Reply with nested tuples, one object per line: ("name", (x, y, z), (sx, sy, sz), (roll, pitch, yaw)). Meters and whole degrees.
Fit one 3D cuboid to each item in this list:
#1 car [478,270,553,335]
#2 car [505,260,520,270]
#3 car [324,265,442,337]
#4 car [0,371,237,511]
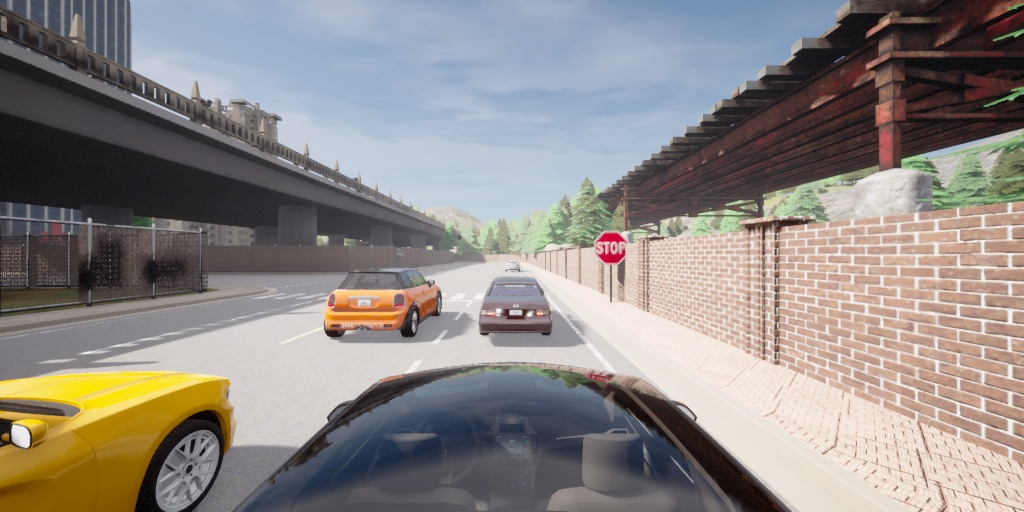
("car", (0.082, 1.297, 10.434), (2.033, 1.411, 5.357), (0, 0, 0))
("car", (0.085, 1.276, 46.303), (1.812, 1.442, 4.674), (0, 0, -1))
("car", (-3.419, 1.102, 10.413), (2.097, 1.767, 4.553), (0, 0, 0))
("car", (-3.397, 1.228, 1.155), (1.882, 1.535, 5.008), (0, 0, 0))
